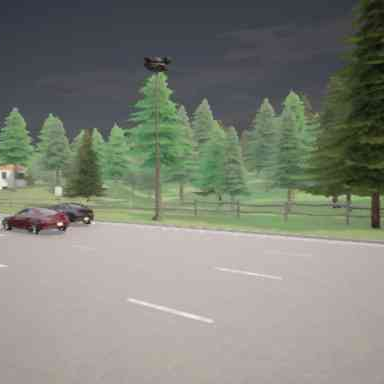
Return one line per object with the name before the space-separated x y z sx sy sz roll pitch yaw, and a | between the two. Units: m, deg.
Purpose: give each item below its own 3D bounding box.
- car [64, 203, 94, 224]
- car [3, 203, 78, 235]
car | -8.895 1.510 23.227 4.892 1.490 1.837 0 0 35
car | -8.847 1.530 18.876 4.674 1.442 1.812 0 0 35
